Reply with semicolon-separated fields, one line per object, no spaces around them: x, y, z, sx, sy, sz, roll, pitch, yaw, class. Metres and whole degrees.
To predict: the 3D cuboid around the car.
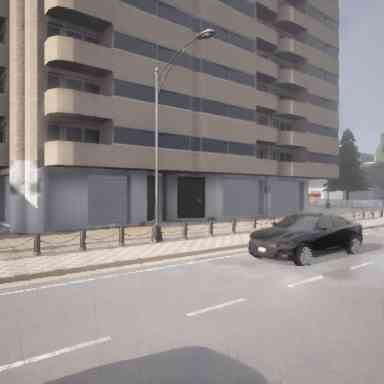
4.102;1.478;11.681;5.008;1.535;1.882;0;0;-38;car
